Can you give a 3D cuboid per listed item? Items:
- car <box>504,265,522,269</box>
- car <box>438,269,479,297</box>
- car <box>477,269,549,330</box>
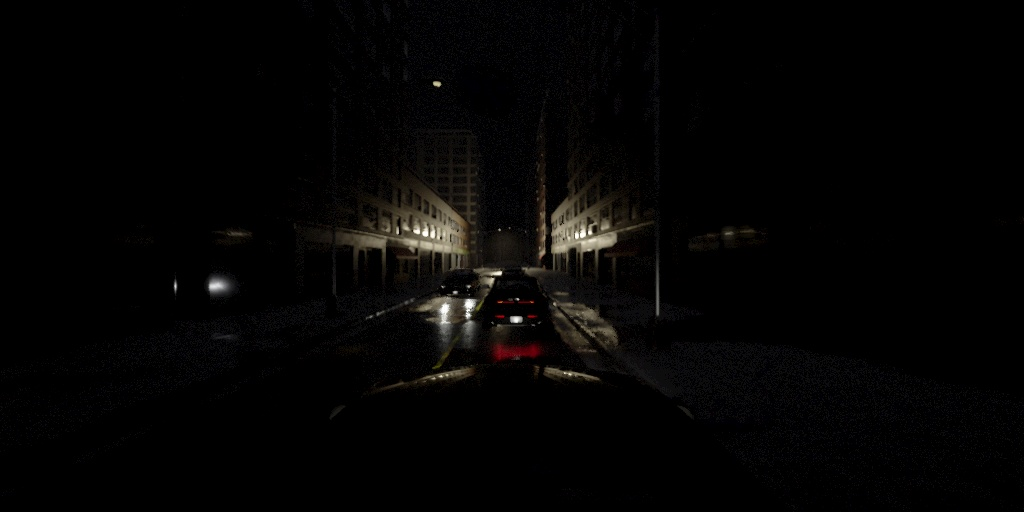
[{"bbox_3d":[0.087,1.503,29.310,2.128,1.511,4.902,0,0,0],"label":"car"},{"bbox_3d":[-2.856,1.475,20.709,2.033,1.411,5.357,0,-1,0],"label":"car"},{"bbox_3d":[0.097,1.348,11.479,1.837,1.490,4.892,0,0,0],"label":"car"}]
